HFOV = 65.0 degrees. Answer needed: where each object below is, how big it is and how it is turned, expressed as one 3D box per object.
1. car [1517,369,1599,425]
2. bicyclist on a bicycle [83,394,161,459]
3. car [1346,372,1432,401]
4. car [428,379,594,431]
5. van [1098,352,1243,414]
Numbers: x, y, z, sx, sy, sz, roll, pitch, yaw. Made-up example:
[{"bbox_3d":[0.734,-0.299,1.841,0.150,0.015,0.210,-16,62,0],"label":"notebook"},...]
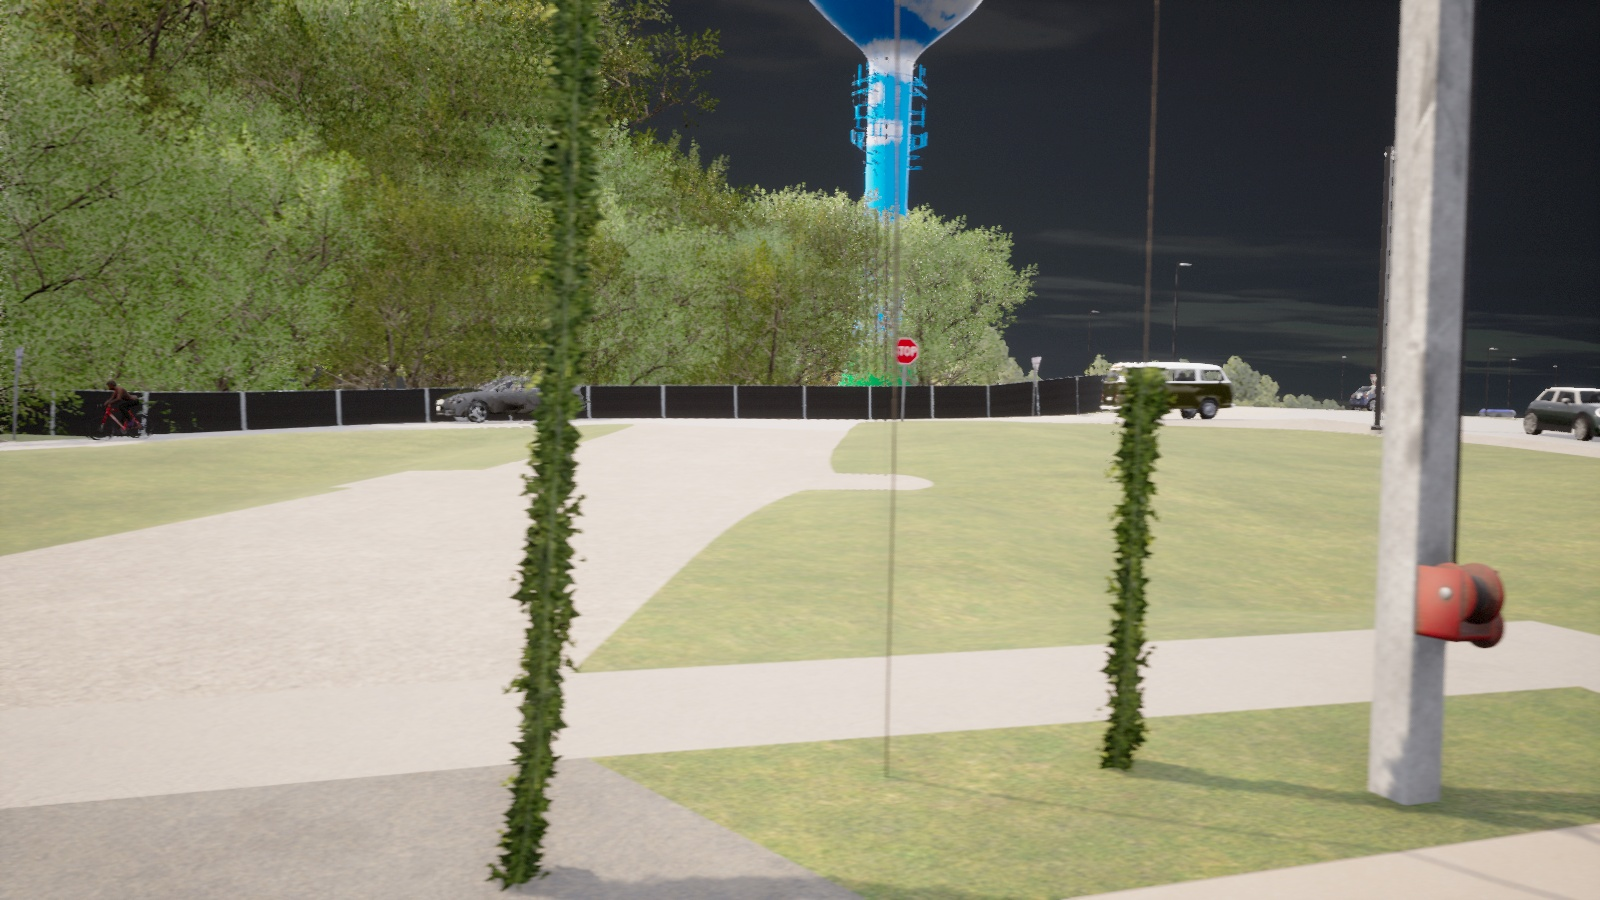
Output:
[{"bbox_3d":[22.983,-1.581,36.557,1.970,1.475,3.806,1,5,0],"label":"car"},{"bbox_3d":[-18.316,-0.655,33.944,1.656,1.620,0.582,-7,6,-44],"label":"bicyclist on a bicycle"},{"bbox_3d":[32.789,-3.533,69.973,3.806,1.475,1.970,2,3,-6],"label":"car"},{"bbox_3d":[-9.585,-1.530,41.796,4.902,1.511,2.128,-4,4,-34],"label":"car"},{"bbox_3d":[13.136,-2.383,44.676,4.480,2.038,2.069,-2,2,-8],"label":"van"}]
